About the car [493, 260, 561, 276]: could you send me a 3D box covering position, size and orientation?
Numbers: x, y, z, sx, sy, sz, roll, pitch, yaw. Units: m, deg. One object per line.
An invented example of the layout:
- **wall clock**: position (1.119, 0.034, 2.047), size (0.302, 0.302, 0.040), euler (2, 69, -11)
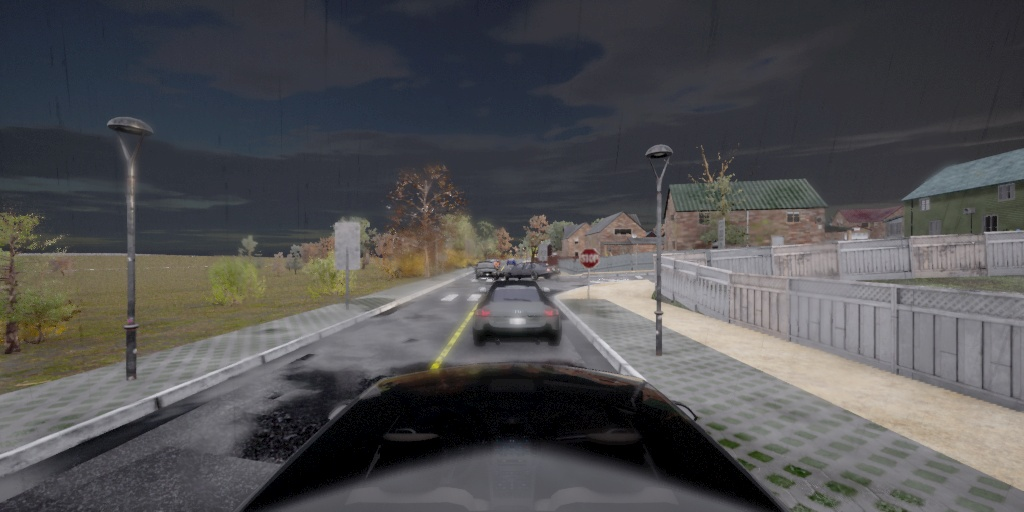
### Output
- **car**: position (1.282, 1.198, 28.398), size (5.357, 1.411, 2.033), euler (-4, -3, 43)

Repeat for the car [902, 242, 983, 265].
- **car**: position (23.850, -0.208, 20.399), size (4.902, 1.511, 2.128), euler (-3, 0, 14)

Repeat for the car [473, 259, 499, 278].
- **car**: position (-2.312, 1.258, 31.302), size (1.837, 1.490, 4.892), euler (0, 0, -8)

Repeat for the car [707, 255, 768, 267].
- **car**: position (14.344, 0.413, 22.801), size (4.181, 1.385, 1.994), euler (-3, 0, 16)

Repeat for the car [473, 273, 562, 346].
- **car**: position (0.086, 1.313, 9.381), size (1.994, 1.385, 4.181), euler (0, 0, -1)
